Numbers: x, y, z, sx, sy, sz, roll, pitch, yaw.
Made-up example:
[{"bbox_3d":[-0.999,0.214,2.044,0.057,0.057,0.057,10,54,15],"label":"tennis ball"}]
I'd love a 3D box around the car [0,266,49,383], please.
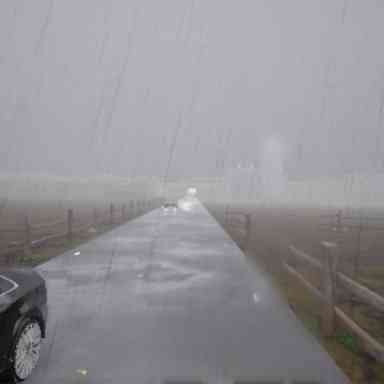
[{"bbox_3d":[-2.849,1.485,2.577,2.128,1.511,4.902,0,0,0],"label":"car"}]

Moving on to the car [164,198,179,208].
[{"bbox_3d":[-2.840,1.509,46.226,2.033,1.411,5.357,0,0,0],"label":"car"}]
